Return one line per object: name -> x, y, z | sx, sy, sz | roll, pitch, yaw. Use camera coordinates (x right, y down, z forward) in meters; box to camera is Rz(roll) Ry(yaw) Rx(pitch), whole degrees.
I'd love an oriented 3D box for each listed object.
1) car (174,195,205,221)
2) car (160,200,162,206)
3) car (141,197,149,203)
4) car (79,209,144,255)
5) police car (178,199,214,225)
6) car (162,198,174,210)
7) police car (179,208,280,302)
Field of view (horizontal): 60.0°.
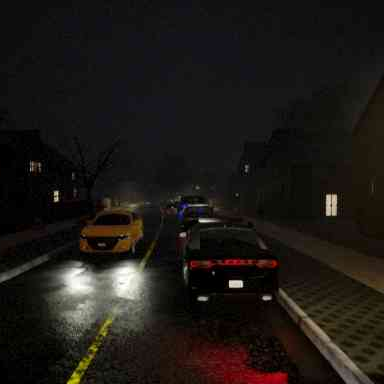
car -> -0.010, 1.263, 24.474 | 2.150, 2.045, 5.566 | 0, 0, -4
car -> -4.305, 1.783, 56.726 | 1.994, 1.385, 4.181 | 0, 0, -9
car -> -12.377, 2.073, 87.708 | 1.812, 1.442, 4.674 | 0, -1, -10
car -> -3.093, 1.491, 13.566 | 1.882, 1.535, 5.008 | 0, 0, -2
police car -> 0.337, 1.445, 18.525 | 1.930, 1.638, 5.238 | 0, 0, -3
car -> -2.805, 1.742, 45.610 | 1.895, 1.301, 4.718 | 0, 0, -7
police car -> 0.715, 1.426, 8.466 | 1.930, 1.638, 5.238 | 0, 0, -1
